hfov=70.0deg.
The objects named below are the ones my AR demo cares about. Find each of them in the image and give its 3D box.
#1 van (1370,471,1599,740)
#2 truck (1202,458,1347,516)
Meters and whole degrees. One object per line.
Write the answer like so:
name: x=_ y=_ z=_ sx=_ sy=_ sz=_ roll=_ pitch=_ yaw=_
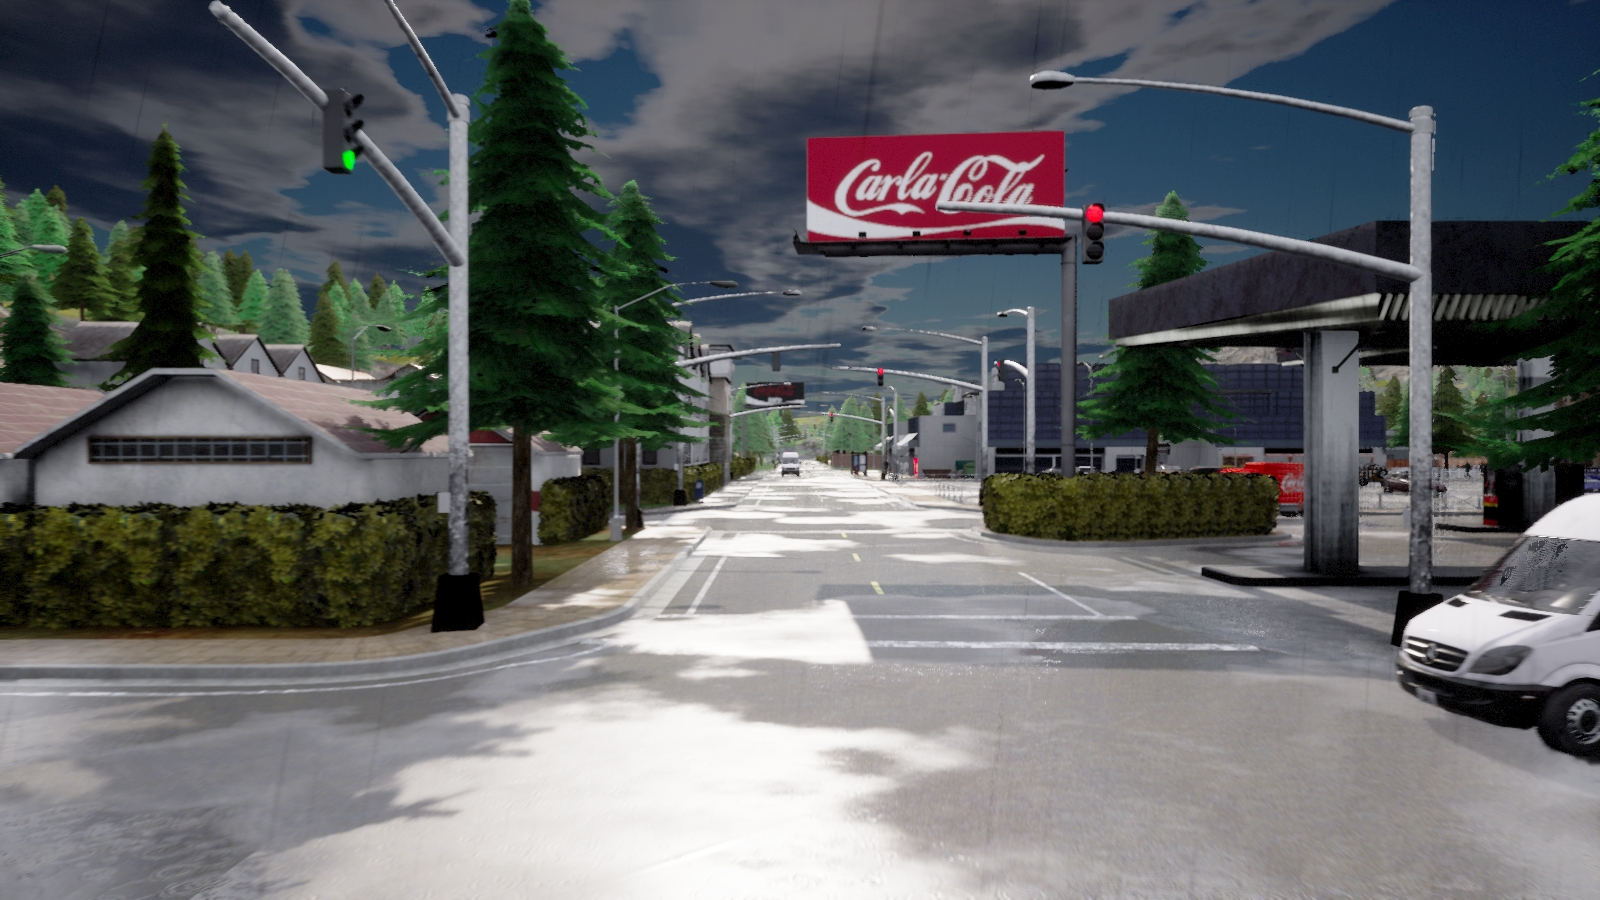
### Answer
van: x=9.475 y=1.530 z=12.121 sx=5.915 sy=2.561 sz=1.988 roll=0 pitch=0 yaw=-3
truck: x=20.569 y=1.580 z=49.741 sx=5.204 sy=2.467 sz=2.627 roll=0 pitch=0 yaw=0
